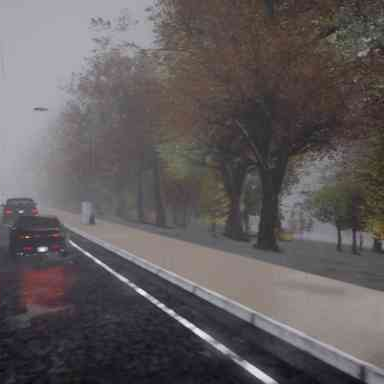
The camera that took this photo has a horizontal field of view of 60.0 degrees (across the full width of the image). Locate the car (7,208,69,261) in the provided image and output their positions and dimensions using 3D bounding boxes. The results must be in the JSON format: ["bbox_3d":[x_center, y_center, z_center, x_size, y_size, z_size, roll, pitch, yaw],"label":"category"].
[{"bbox_3d":[-6.055,1.618,12.971,1.837,1.490,4.892,0,0,-29],"label":"car"}]

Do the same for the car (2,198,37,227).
[{"bbox_3d":[-13.015,1.451,25.201,2.150,2.045,5.566,0,0,-29],"label":"car"}]
